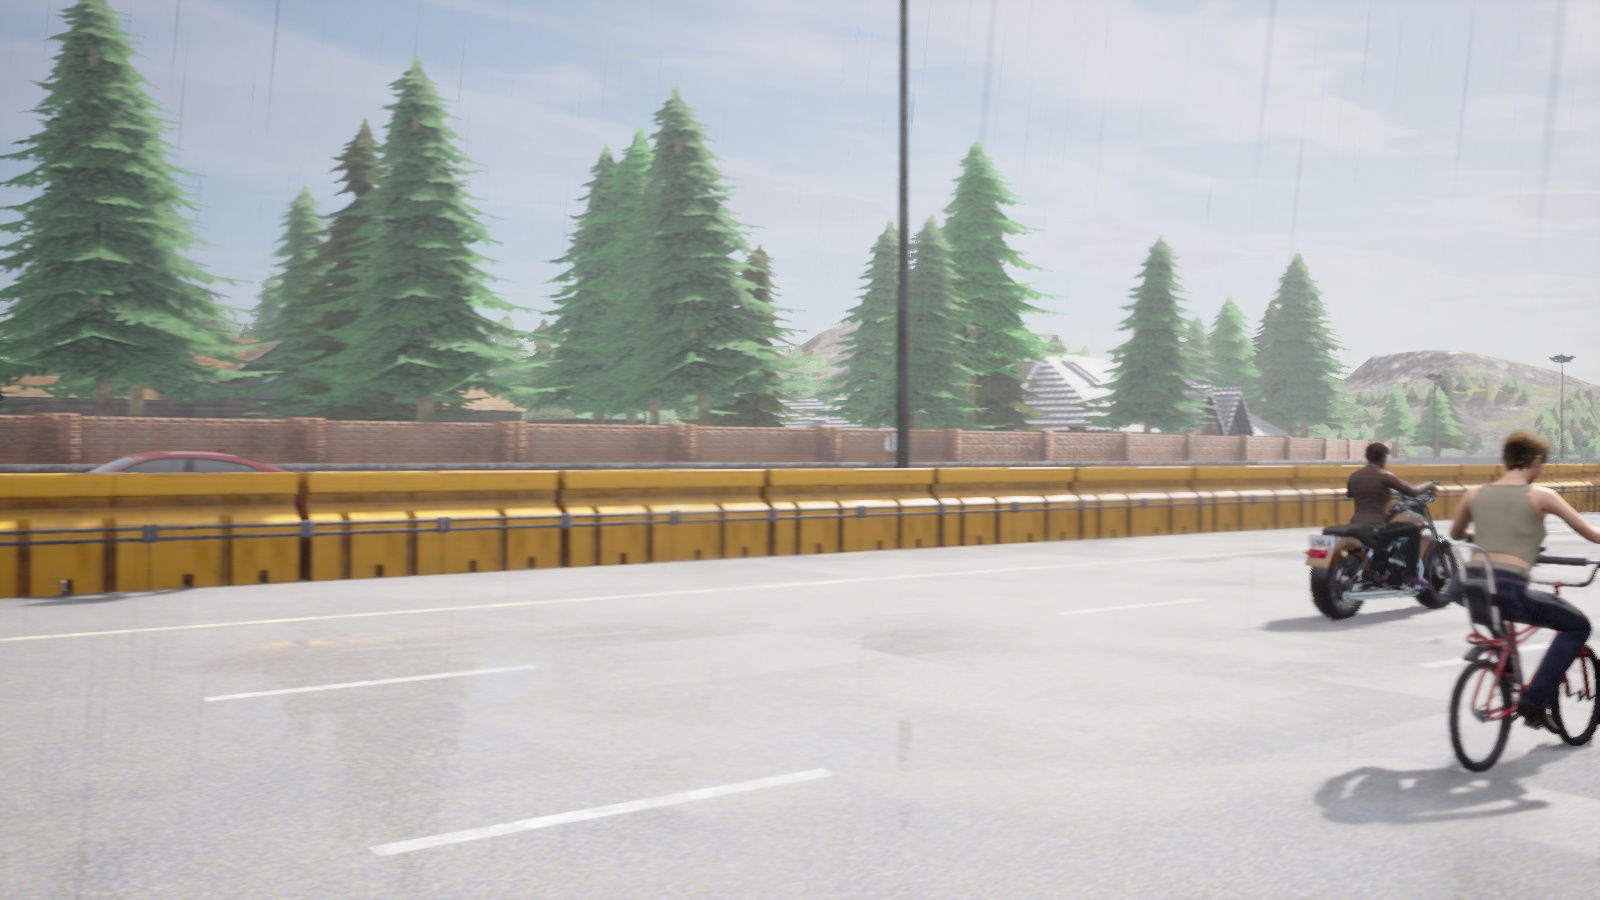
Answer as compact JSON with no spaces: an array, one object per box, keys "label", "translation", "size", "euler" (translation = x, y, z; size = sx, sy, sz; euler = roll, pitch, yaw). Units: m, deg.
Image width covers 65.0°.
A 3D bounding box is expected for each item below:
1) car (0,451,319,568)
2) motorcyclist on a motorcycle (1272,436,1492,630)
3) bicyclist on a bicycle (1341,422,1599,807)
[{"label":"car","translation":[-9.800,0.788,18.156],"size":[5.008,1.535,1.882],"euler":[0,0,-35]},{"label":"motorcyclist on a motorcycle","translation":[5.449,0.716,11.685],"size":[2.350,1.649,0.766],"euler":[0,0,-35]},{"label":"bicyclist on a bicycle","translation":[3.439,0.691,6.039],"size":[1.509,1.612,0.866],"euler":[0,0,-35]}]
